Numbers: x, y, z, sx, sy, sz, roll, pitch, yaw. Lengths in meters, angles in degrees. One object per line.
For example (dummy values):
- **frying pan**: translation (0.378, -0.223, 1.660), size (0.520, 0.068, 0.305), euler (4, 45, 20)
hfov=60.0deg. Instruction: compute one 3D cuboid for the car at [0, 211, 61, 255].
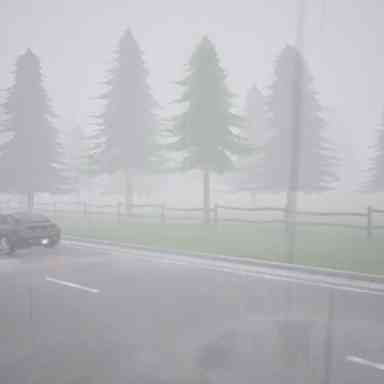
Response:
- **car**: translation (-7.306, 1.535, 13.486), size (4.892, 1.490, 1.837), euler (0, 0, 36)
